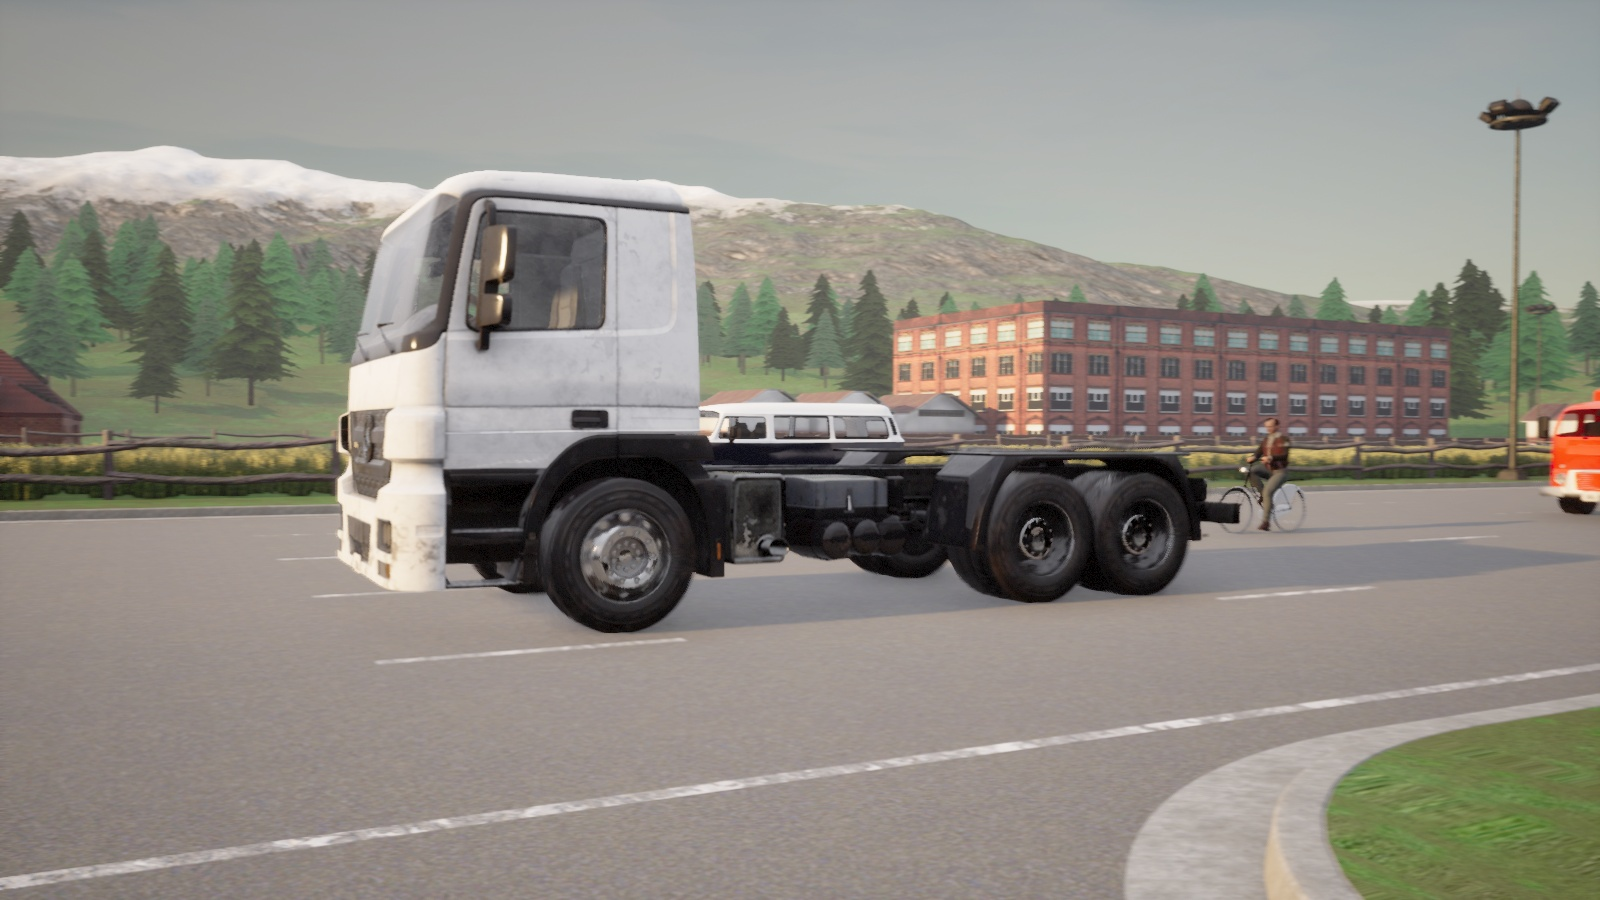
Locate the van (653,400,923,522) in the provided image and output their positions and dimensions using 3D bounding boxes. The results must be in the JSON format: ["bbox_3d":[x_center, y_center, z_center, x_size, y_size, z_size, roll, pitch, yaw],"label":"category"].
[{"bbox_3d":[-0.206,0.140,23.031,4.480,2.038,2.069,-1,1,-28],"label":"van"}]

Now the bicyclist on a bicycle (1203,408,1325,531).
[{"bbox_3d":[6.994,0.265,18.902,1.843,1.776,0.659,-1,1,-28],"label":"bicyclist on a bicycle"}]

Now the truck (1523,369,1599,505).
[{"bbox_3d":[16.700,-0.264,23.983,5.204,2.467,2.627,-1,1,-28],"label":"truck"}]

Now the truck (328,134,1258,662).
[{"bbox_3d":[0.156,-0.409,11.362,7.936,3.462,2.891,-1,1,-28],"label":"truck"}]
